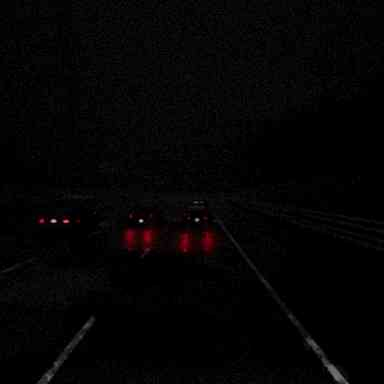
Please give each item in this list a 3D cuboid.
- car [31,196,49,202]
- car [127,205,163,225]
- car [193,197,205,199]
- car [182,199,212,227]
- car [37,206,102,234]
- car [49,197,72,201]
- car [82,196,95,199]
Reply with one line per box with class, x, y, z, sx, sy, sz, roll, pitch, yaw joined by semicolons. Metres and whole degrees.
car;-23.329;1.413;52.744;2.033;1.411;5.357;0;0;3
car;-3.136;1.521;23.106;1.895;1.301;4.718;0;0;1
car;0.833;1.384;39.661;2.128;1.511;4.902;0;0;2
car;0.343;1.451;21.856;1.812;1.442;4.674;0;0;1
car;-6.720;1.475;18.780;2.033;1.411;5.357;0;0;1
car;-19.874;1.470;51.850;1.895;1.301;4.718;0;0;3
car;-16.321;1.400;52.698;1.812;1.442;4.674;0;0;3
